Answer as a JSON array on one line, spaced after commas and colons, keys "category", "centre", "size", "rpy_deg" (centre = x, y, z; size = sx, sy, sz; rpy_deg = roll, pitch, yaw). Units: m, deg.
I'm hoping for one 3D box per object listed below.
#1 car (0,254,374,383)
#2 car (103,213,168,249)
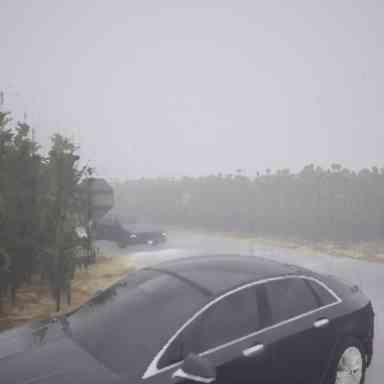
[{"category": "car", "centre": [0.054, 1.531, 3.525], "size": [4.892, 1.490, 1.837], "rpy_deg": [1, -1, -35]}, {"category": "car", "centre": [-3.240, 1.713, 15.903], "size": [2.033, 1.411, 5.357], "rpy_deg": [1, -1, -36]}]
